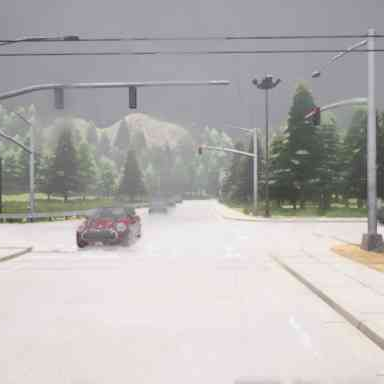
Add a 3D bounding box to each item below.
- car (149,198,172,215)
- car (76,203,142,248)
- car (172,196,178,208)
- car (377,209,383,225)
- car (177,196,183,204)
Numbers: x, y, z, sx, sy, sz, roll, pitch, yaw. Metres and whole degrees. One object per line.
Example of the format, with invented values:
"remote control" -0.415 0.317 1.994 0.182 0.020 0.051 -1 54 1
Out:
"car" -3.550 1.629 35.987 1.812 1.442 4.674 0 0 0
"car" -3.586 1.411 15.060 2.097 1.767 4.553 0 0 0
"car" -3.501 1.735 50.043 1.895 1.301 4.718 0 0 1
"car" 14.611 1.356 22.104 4.553 1.767 2.097 0 0 1
"car" -3.071 1.536 67.528 2.097 1.767 4.553 0 0 2
